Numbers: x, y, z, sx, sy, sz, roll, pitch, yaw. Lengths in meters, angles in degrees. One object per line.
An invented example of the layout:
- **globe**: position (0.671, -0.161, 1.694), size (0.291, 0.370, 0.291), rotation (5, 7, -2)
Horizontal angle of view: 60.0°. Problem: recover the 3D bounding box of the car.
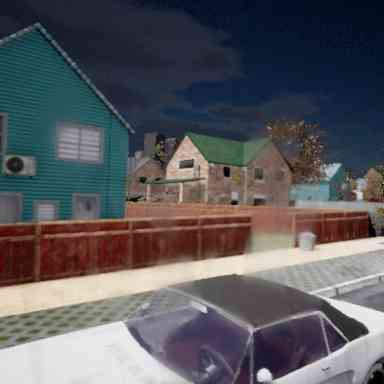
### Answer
- **car**: position (0.167, 1.626, 3.190), size (4.718, 1.301, 1.895), rotation (1, -1, -35)
